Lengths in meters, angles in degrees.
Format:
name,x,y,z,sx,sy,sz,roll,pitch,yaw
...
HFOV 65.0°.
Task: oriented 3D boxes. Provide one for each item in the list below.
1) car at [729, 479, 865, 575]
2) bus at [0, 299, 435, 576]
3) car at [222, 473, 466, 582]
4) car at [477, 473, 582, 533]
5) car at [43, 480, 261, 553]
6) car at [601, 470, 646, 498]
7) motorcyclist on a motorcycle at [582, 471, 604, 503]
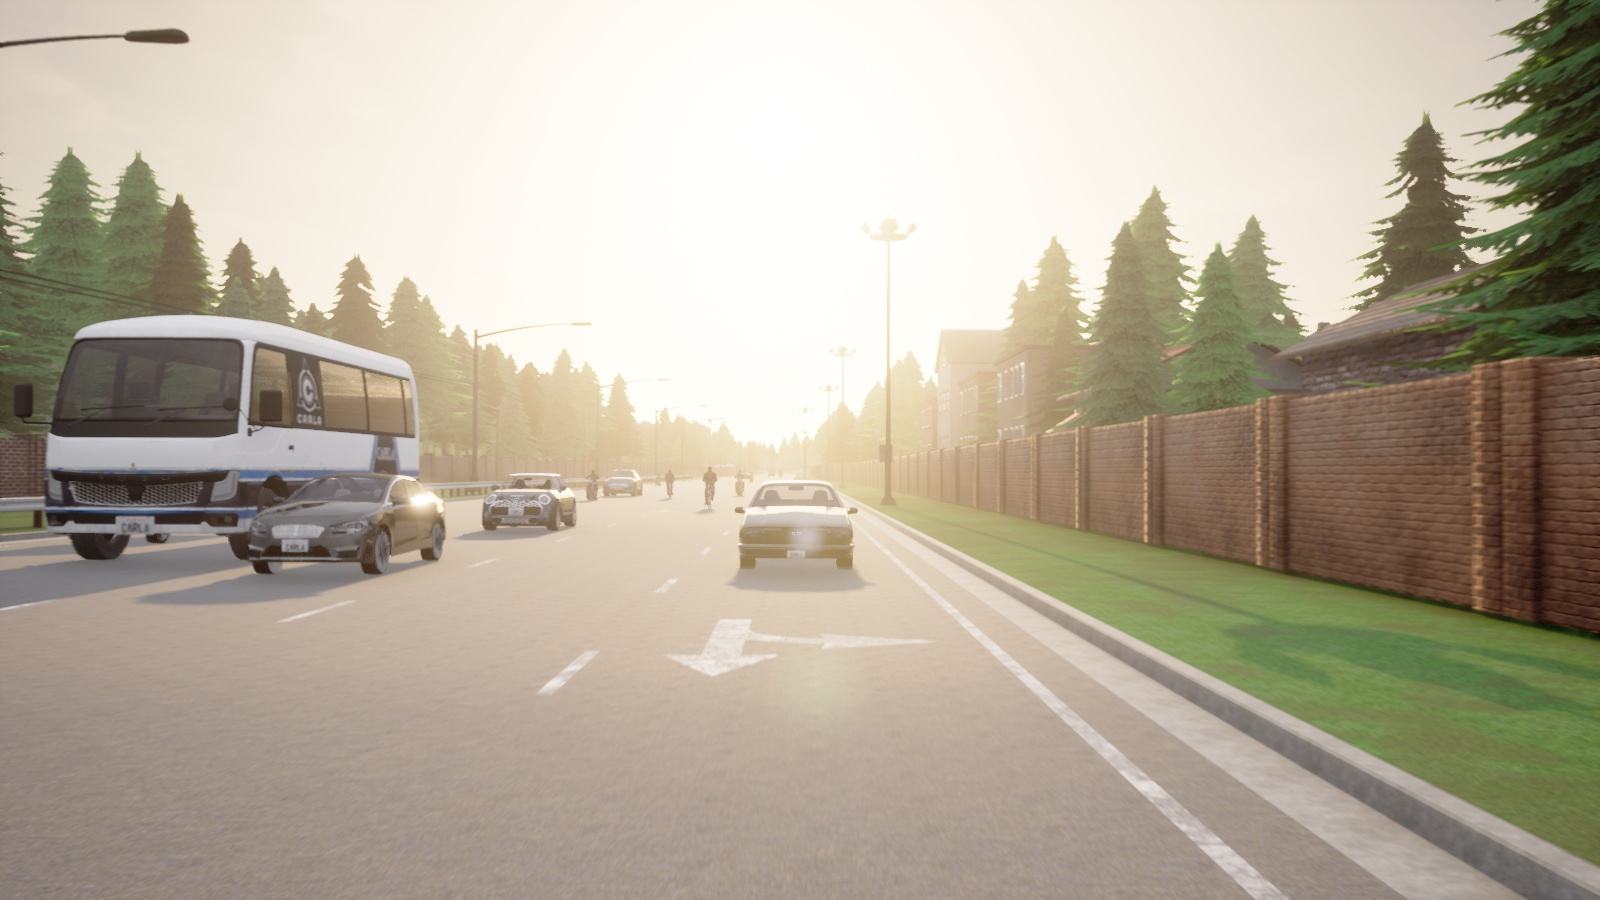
name,x,y,z,sx,sy,sz,roll,pitch,yaw
car,-0.053,1.224,21.609,2.033,1.411,5.357,0,-1,0
bus,-10.565,-0.111,24.458,3.944,4.253,10.273,0,-1,0
car,-7.049,1.135,20.078,2.128,1.511,4.902,0,-1,0
car,-7.081,1.364,33.246,1.970,1.475,3.806,0,-1,0
car,-14.067,1.382,27.709,2.033,1.411,5.357,0,-1,0
car,-10.686,2.062,76.255,2.033,1.649,4.856,0,-1,0
motorcyclist on a motorcycle,-10.658,1.889,64.697,0.766,1.649,2.350,0,-1,0
